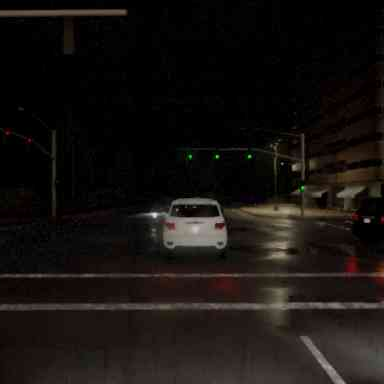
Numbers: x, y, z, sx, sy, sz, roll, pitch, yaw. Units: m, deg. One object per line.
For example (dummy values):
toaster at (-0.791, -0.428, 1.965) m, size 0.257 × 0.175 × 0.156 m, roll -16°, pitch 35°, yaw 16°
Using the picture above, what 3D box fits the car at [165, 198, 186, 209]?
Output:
car at (-2.404, 1.682, 49.172) m, size 1.837 × 1.490 × 4.892 m, roll 0°, pitch 0°, yaw 13°

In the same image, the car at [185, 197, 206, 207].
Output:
car at (0.687, 1.689, 58.698) m, size 1.882 × 1.535 × 5.008 m, roll 0°, pitch 0°, yaw 23°

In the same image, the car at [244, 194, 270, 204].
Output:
car at (13.102, 1.474, 69.062) m, size 5.566 × 2.045 × 2.150 m, roll 0°, pitch 0°, yaw -41°

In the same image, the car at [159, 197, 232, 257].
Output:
car at (0.103, 1.277, 13.267) m, size 2.150 × 2.045 × 5.566 m, roll 0°, pitch -1°, yaw 0°

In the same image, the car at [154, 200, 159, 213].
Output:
car at (-3.344, 1.649, 39.936) m, size 1.837 × 1.490 × 4.892 m, roll 0°, pitch 0°, yaw 3°

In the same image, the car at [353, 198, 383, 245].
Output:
car at (9.579, 1.300, 14.143) m, size 5.566 × 2.045 × 2.150 m, roll 1°, pitch -2°, yaw -18°

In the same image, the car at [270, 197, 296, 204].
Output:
car at (18.230, 1.787, 68.552) m, size 5.357 × 1.411 × 2.033 m, roll 0°, pitch 0°, yaw -33°
